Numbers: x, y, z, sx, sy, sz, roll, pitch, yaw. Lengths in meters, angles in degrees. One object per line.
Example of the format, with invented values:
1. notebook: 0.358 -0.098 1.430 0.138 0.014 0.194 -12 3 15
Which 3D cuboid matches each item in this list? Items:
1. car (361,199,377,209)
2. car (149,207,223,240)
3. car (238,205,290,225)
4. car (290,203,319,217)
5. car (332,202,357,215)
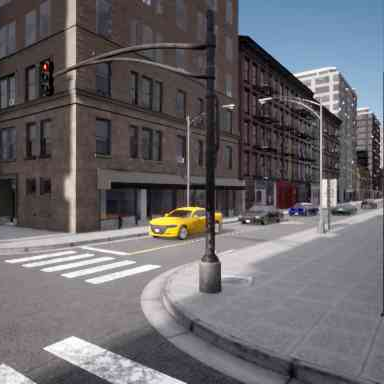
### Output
1. car: 27.666 1.844 51.915 1.837 1.490 4.892 0 0 36
2. car: -0.208 1.576 17.891 1.882 1.535 5.008 0 0 35
3. car: 5.533 1.704 25.949 2.033 1.411 5.357 0 0 35
4. car: 11.521 1.815 34.329 1.895 1.301 4.718 0 0 36
5. car: 16.889 1.807 36.794 1.994 1.385 4.181 0 0 35
